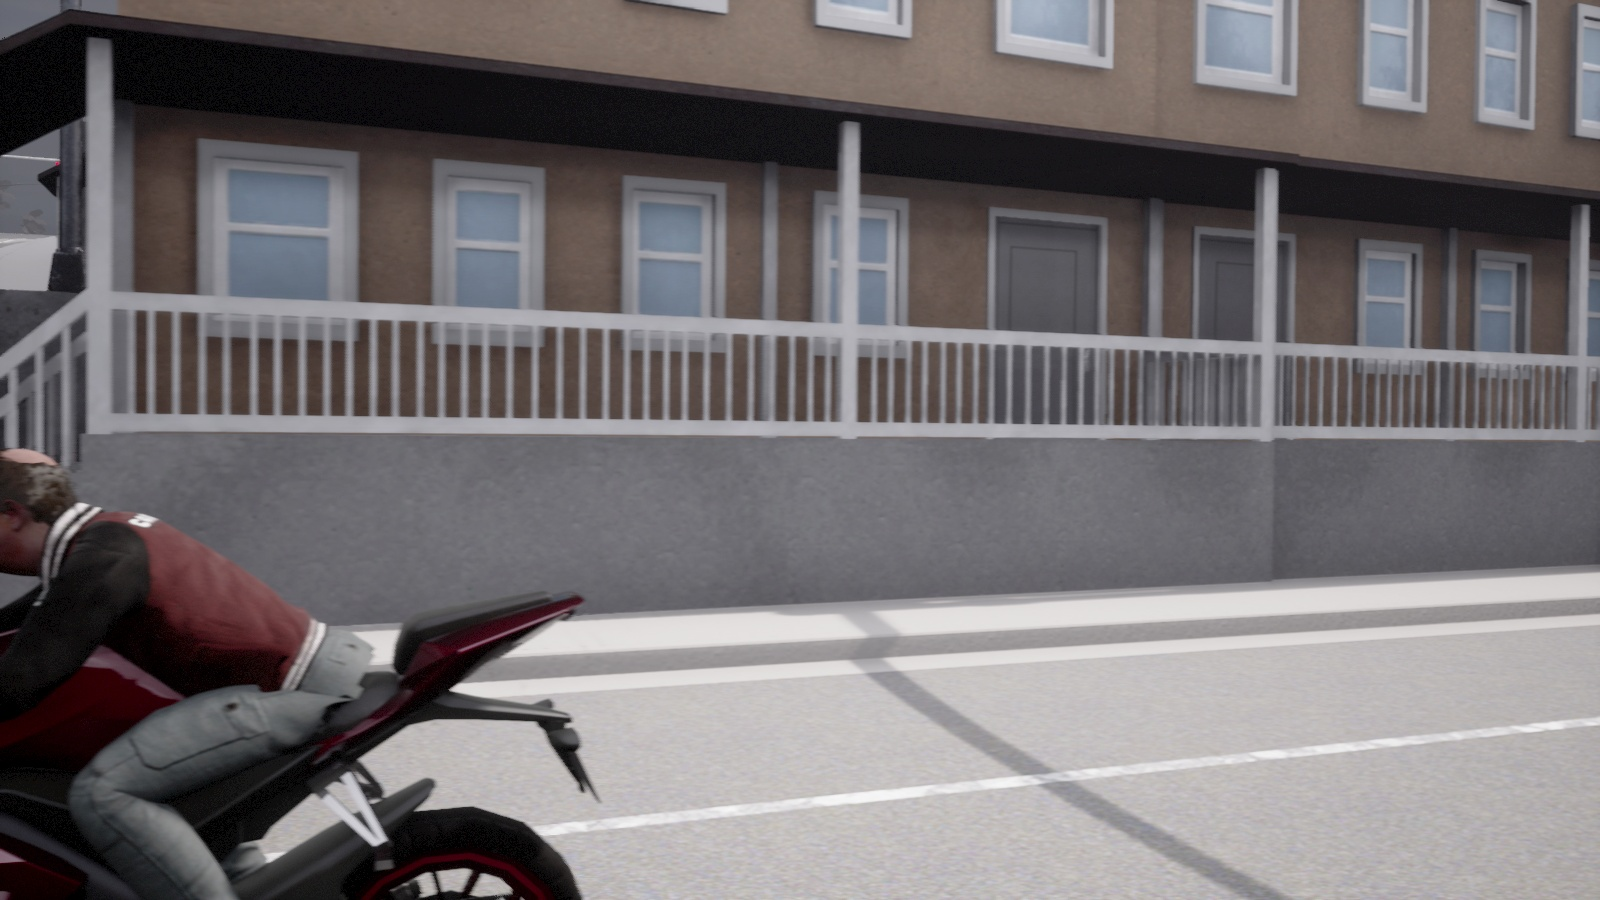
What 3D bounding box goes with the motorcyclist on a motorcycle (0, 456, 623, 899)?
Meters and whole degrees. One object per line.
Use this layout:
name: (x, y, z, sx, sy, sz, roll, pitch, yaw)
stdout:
motorcyclist on a motorcycle: (-1.549, 0.806, 2.649, 2.191, 1.530, 0.866, -1, 1, -21)
